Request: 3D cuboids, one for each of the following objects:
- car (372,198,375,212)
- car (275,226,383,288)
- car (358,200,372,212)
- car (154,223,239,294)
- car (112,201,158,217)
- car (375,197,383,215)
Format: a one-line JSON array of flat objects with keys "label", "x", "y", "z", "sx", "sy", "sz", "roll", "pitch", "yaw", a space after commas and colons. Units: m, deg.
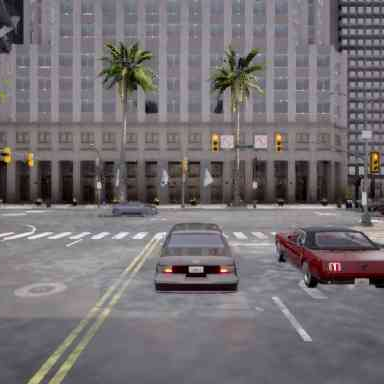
[{"label": "car", "x": 21.677, "y": 1.601, "z": 34.282, "sx": 4.718, "sy": 1.301, "sz": 1.895, "roll": 0, "pitch": 0, "yaw": 0}, {"label": "car", "x": 3.646, "y": 1.601, "z": 9.216, "sx": 1.895, "sy": 1.301, "sz": 4.718, "roll": 0, "pitch": 0, "yaw": 2}, {"label": "car", "x": 21.412, "y": 1.352, "z": 37.784, "sx": 4.553, "sy": 1.767, "sz": 2.097, "roll": 0, "pitch": 0, "yaw": 0}, {"label": "car", "x": 0.099, "y": 1.547, "z": 8.950, "sx": 2.033, "sy": 1.411, "sz": 5.357, "roll": 0, "pitch": 0, "yaw": 0}, {"label": "car", "x": -5.226, "y": 1.564, "z": 30.711, "sx": 4.181, "sy": 1.385, "sz": 1.994, "roll": 0, "pitch": 0, "yaw": 0}, {"label": "car", "x": 19.910, "y": 1.352, "z": 30.591, "sx": 4.553, "sy": 1.767, "sz": 2.097, "roll": 0, "pitch": 0, "yaw": 0}]
